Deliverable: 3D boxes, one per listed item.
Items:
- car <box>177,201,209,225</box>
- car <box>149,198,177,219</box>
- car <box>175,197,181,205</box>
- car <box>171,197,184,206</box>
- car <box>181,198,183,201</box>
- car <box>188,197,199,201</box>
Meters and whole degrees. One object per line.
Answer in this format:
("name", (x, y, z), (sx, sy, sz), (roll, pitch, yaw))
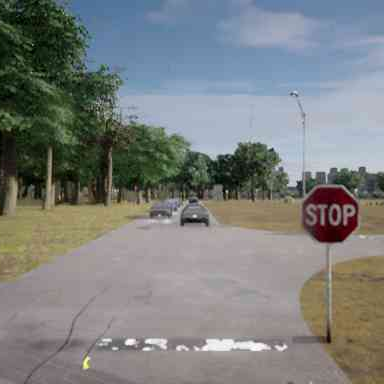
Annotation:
("car", (0.187, 1.581, 23.999), (1.994, 1.385, 4.181), (0, 0, 0))
("car", (-2.717, 1.585, 30.258), (2.033, 1.411, 5.357), (0, 0, -1))
("car", (-2.695, 1.611, 39.996), (1.812, 1.442, 4.674), (0, 0, 0))
("car", (-2.551, 1.707, 60.370), (2.128, 1.511, 4.902), (0, 0, 0))
("car", (-2.659, 1.672, 50.038), (1.812, 1.442, 4.674), (0, 0, 1))
("car", (0.341, 1.778, 66.840), (1.837, 1.490, 4.892), (0, -1, 0))
